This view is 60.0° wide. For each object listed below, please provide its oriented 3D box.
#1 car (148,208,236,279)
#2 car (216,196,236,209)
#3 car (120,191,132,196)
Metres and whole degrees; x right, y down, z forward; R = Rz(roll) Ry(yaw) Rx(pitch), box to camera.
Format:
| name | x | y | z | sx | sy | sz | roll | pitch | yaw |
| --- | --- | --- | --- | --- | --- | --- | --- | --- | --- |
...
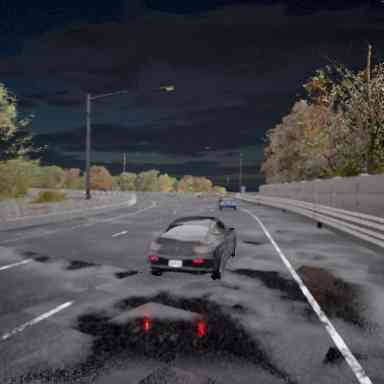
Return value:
| name | x | y | z | sx | sy | sz | roll | pitch | yaw |
| --- | --- | --- | --- | --- | --- | --- | --- | --- | --- |
| car | 0.190 | 1.428 | 9.720 | 1.812 | 1.442 | 4.674 | 1 | 1 | 14 |
| car | 3.778 | 1.201 | 36.904 | 2.033 | 1.411 | 5.357 | 1 | 1 | 0 |
| car | -18.604 | 0.490 | 93.334 | 1.895 | 1.301 | 4.718 | 0 | 1 | -31 |
